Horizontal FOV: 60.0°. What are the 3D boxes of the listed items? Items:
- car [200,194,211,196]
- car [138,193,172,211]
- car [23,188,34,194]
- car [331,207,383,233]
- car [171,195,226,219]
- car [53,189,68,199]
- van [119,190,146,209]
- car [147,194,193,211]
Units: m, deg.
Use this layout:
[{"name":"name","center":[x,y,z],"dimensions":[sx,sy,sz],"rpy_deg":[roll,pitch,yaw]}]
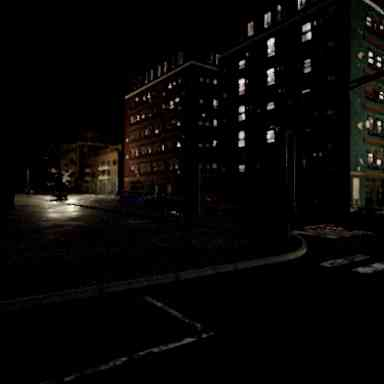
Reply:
[{"name":"car","center":[0.821,0.910,38.725],"dimensions":[1.967,1.590,4.097],"rpy_deg":[2,0,-36]},{"name":"car","center":[-2.622,1.052,29.162],"dimensions":[1.887,1.381,4.507],"rpy_deg":[2,0,-36]},{"name":"car","center":[-39.176,-0.241,79.908],"dimensions":[1.967,1.590,4.097],"rpy_deg":[2,0,-36]},{"name":"car","center":[9.650,1.476,16.704],"dimensions":[1.895,1.301,4.718],"rpy_deg":[1,1,-36]},{"name":"car","center":[0.637,1.160,24.509],"dimensions":[1.887,1.381,4.507],"rpy_deg":[2,0,-36]},{"name":"car","center":[-22.564,0.440,56.842],"dimensions":[1.802,1.307,4.206],"rpy_deg":[2,0,-36]},{"name":"van","center":[-5.939,0.740,33.777],"dimensions":[1.690,1.788,3.998],"rpy_deg":[2,0,-36]},{"name":"car","center":[-2.265,1.021,33.246],"dimensions":[2.033,1.411,5.357],"rpy_deg":[1,1,-36]}]
